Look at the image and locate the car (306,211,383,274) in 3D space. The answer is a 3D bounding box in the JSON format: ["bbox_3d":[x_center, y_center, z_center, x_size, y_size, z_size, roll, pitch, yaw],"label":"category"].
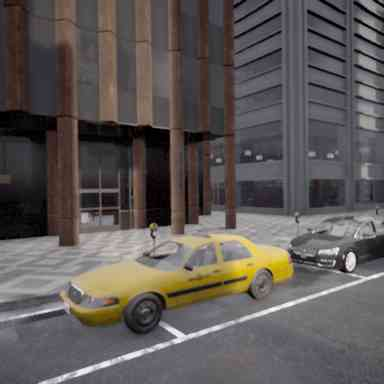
[{"bbox_3d":[4.705,1.424,10.024,4.403,1.369,2.008,-1,0,-36],"label":"car"}]

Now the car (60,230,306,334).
[{"bbox_3d":[-0.015,1.475,6.645,4.829,1.417,1.752,-1,0,-36],"label":"car"}]
